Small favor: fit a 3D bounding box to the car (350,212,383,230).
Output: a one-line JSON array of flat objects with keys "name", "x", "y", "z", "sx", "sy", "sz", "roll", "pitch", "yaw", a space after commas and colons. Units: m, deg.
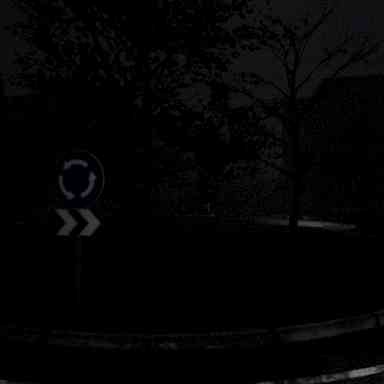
[{"name": "car", "x": 10.495, "y": 1.367, "z": 16.694, "sx": 1.895, "sy": 1.301, "sz": 4.718, "roll": -1, "pitch": 0, "yaw": -29}]
